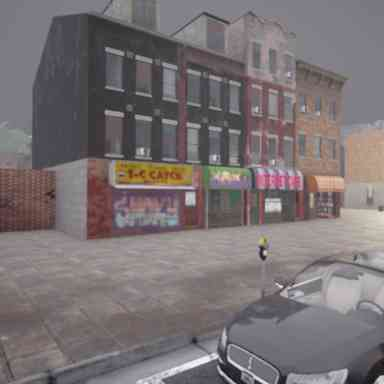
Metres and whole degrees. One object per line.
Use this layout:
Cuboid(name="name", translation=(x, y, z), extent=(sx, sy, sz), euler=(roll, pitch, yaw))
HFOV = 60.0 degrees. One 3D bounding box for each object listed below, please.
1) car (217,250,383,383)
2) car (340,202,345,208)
Cuboid(name="car", translation=(2.312, 1.551, 4.449), extent=(4.403, 1.369, 2.008), euler=(0, 0, -35))
Cuboid(name="car", translation=(16.664, 1.461, 42.080), extent=(1.895, 1.301, 4.718), euler=(0, 0, -36))
